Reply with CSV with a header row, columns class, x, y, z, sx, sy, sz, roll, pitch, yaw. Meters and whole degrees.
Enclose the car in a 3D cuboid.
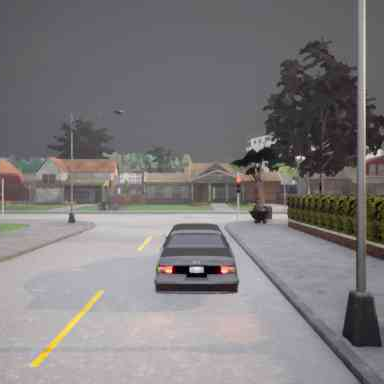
class,x,y,z,sx,sy,sz,roll,pitch,yaw
car,0.103,1.547,8.919,2.033,1.411,5.357,0,0,0
